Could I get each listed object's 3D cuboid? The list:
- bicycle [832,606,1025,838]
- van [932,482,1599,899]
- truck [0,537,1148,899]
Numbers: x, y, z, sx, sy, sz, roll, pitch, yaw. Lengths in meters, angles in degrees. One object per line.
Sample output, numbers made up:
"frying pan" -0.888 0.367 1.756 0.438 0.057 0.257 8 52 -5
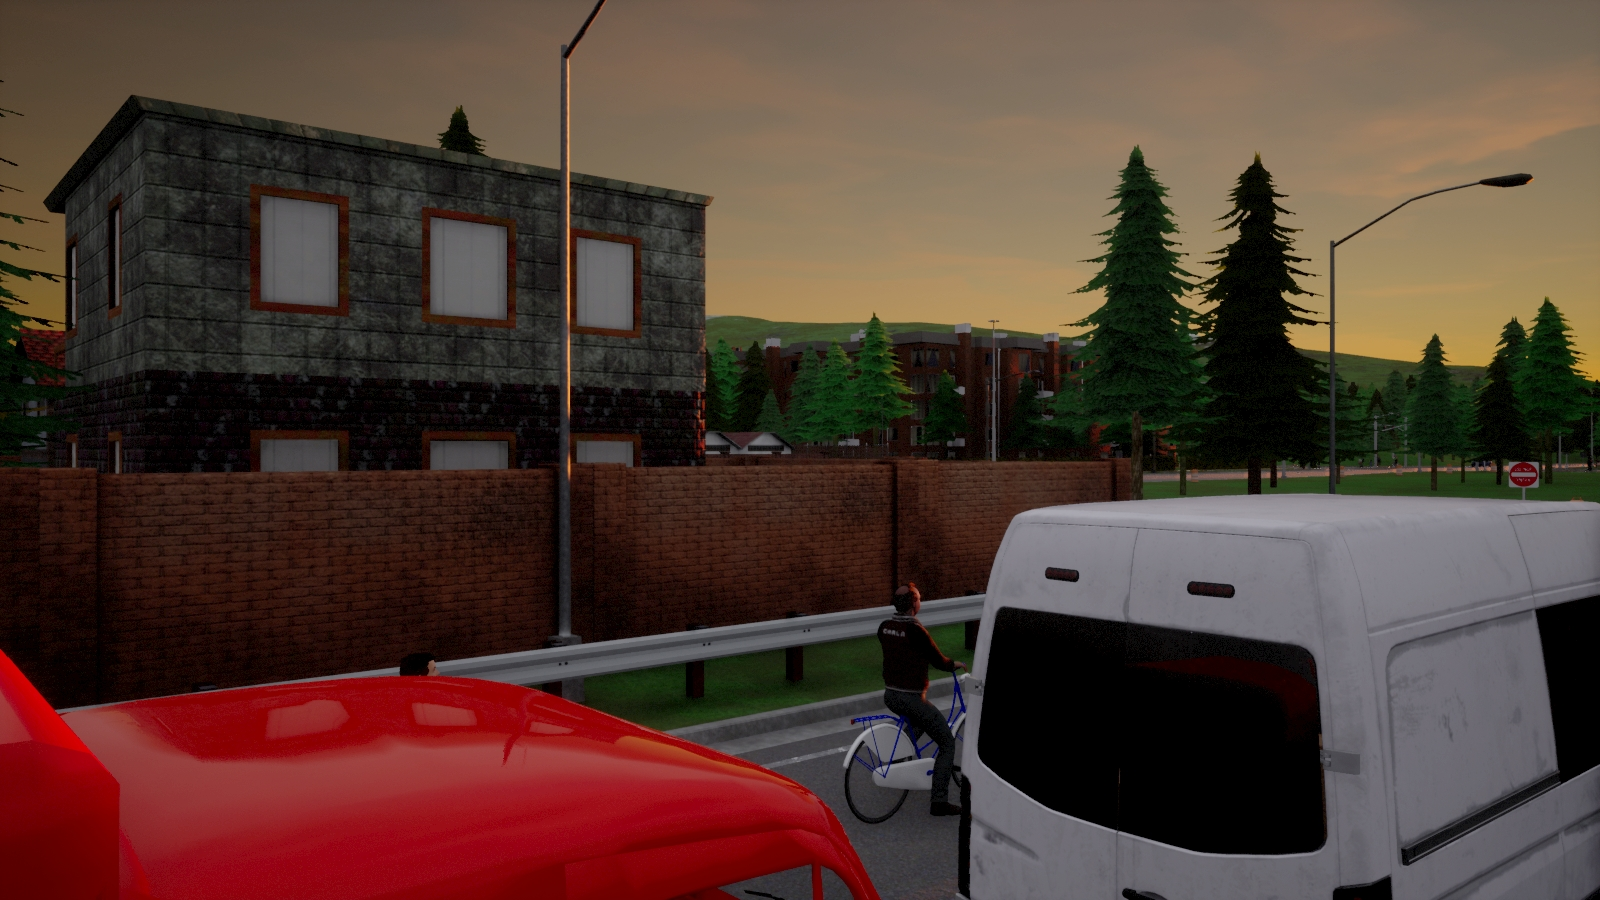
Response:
"bicycle" 1.045 2.060 8.955 1.835 1.471 0.329 0 0 -40
"van" 3.509 1.534 6.458 5.915 2.561 1.988 0 0 -40
"truck" -2.109 1.568 1.686 5.204 2.467 2.627 0 0 -40
